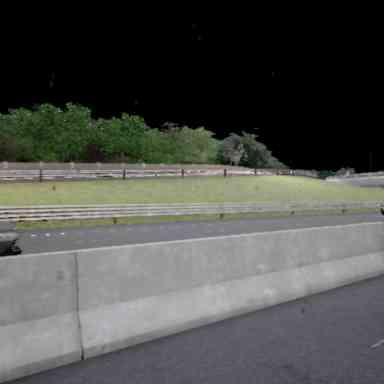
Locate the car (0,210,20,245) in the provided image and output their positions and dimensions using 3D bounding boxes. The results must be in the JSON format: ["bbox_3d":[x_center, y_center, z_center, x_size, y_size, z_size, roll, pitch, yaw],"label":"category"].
[{"bbox_3d":[-10.314,1.548,13.833,5.357,1.411,2.033,0,0,-35],"label":"car"}]

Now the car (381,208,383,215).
[{"bbox_3d":[23.515,1.982,38.137,4.181,1.385,1.994,1,-1,-36],"label":"car"}]

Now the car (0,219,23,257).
[{"bbox_3d":[-6.764,1.474,7.768,5.008,1.535,1.882,0,0,-35],"label":"car"}]

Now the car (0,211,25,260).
[{"bbox_3d":[-8.376,1.491,10.917,4.902,1.511,2.128,0,0,-35],"label":"car"}]
